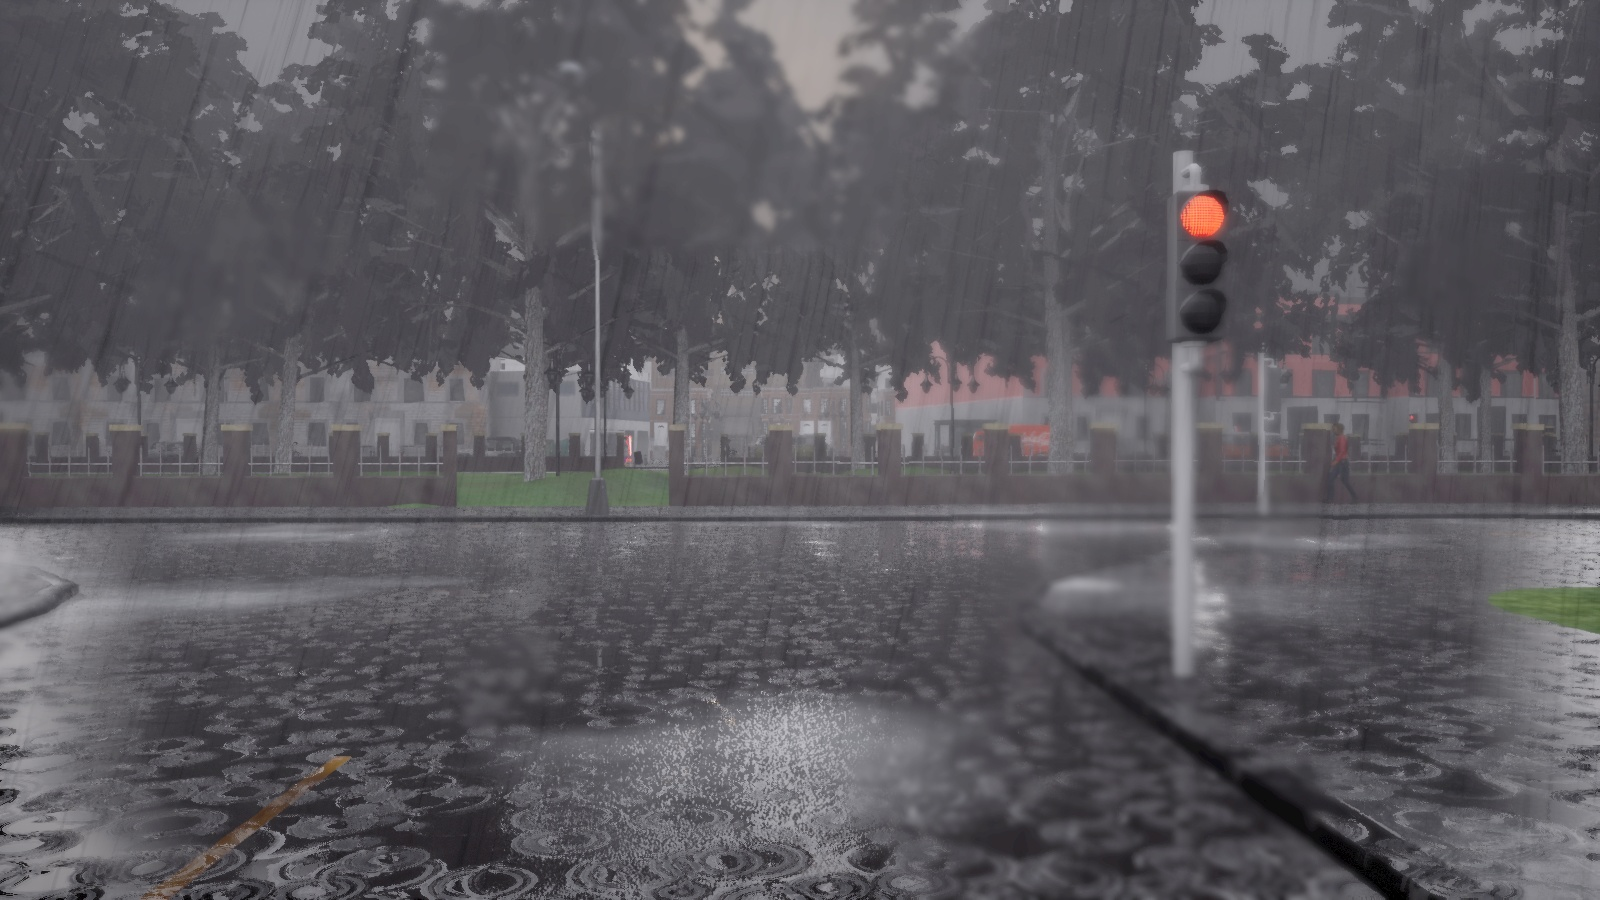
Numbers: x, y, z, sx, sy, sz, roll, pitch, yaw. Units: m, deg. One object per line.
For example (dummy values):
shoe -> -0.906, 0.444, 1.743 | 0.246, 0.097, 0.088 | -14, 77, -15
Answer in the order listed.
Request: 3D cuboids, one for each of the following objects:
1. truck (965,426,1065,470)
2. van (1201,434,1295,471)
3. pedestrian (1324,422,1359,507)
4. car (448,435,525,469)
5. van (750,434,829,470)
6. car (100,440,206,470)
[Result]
truck -> 12.190, -0.135, 71.560 | 5.204, 2.467, 2.627 | 0, 0, -2
van -> 24.194, 0.135, 67.941 | 4.442, 1.987, 1.775 | 0, 0, -1
pedestrian -> 11.847, 0.311, 27.465 | 0.636, 1.846, 0.331 | 0, 0, 10
car -> -17.613, 0.129, 70.642 | 3.866, 1.878, 1.905 | 0, 0, -2
van -> -0.627, 0.097, 71.167 | 4.442, 1.987, 1.775 | 0, 0, -2
car -> -36.069, 0.252, 70.050 | 4.856, 1.649, 2.033 | 0, 0, -2
